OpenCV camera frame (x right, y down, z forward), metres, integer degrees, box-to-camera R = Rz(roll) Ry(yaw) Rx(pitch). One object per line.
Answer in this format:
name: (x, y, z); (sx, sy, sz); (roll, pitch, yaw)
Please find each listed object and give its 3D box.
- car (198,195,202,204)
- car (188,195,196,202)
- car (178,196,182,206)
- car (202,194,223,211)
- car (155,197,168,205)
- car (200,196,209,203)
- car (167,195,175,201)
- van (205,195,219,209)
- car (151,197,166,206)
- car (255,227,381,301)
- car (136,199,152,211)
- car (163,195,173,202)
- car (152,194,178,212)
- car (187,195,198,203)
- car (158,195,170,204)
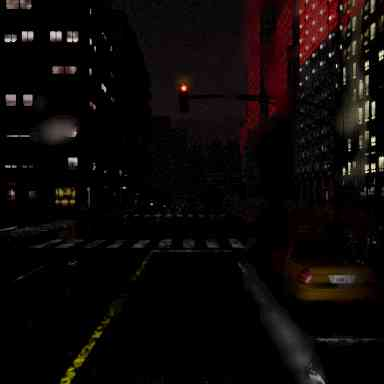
car: (2.680, 1.361, 62.607); (2.192, 1.841, 5.009); (0, 0, 0)
car: (-0.006, 1.577, 80.075); (1.837, 1.490, 4.892); (0, 0, 0)
car: (-3.094, 1.539, 55.706); (1.837, 1.490, 4.892); (0, 0, 0)
car: (2.682, 1.331, 40.501); (2.192, 1.841, 5.009); (0, 0, 0)
car: (-5.699, 1.591, 62.606); (1.887, 1.381, 4.507); (0, 0, 0)
car: (2.680, 1.610, 73.661); (1.887, 1.381, 4.507); (0, 0, 0)
car: (-5.701, 1.623, 90.070); (1.752, 1.417, 4.829); (0, 0, 0)
van: (2.681, 1.363, 46.027); (1.690, 1.788, 3.998); (0, 0, 0)
car: (-5.699, 1.588, 57.080); (2.008, 1.369, 4.403); (0, 0, 0)
car: (2.685, 1.526, 8.258); (1.752, 1.417, 4.829); (0, 0, 0)
car: (-5.697, 1.567, 40.500); (2.008, 1.369, 4.403); (0, 0, 0)
car: (-5.701, 1.516, 79.187); (1.967, 1.590, 4.097); (0, 0, 0)
car: (-3.126, 1.238, 39.788); (2.150, 2.045, 5.566); (0, 0, -1)
car: (0.079, 1.585, 70.109); (1.812, 1.442, 4.674); (0, 0, 0)
car: (-5.700, 1.496, 68.134); (1.967, 1.590, 4.097); (0, 0, 0)
